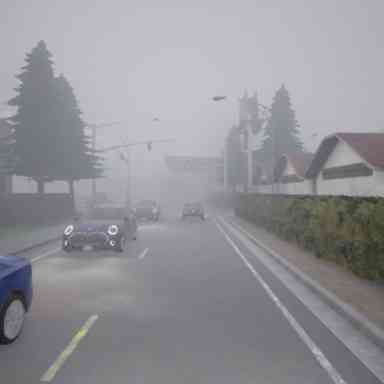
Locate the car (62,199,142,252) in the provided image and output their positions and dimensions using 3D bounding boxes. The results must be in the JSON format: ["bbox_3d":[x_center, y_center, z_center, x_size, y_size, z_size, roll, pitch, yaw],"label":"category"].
[{"bbox_3d":[-3.589,1.345,13.712,2.097,1.767,4.553,0,0,0],"label":"car"}]

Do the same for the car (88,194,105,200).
[{"bbox_3d":[-24.072,1.278,83.839,3.633,1.501,1.845,0,0,-1],"label":"car"}]

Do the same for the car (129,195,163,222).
[{"bbox_3d":[-3.509,1.350,26.343,2.097,1.767,4.553,0,0,0],"label":"car"}]

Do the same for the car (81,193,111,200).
[{"bbox_3d":[-16.796,1.048,58.148,3.866,1.878,1.905,0,0,-1],"label":"car"}]

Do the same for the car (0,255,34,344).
[{"bbox_3d":[-3.590,1.476,3.552,1.882,1.535,5.008,0,0,0],"label":"car"}]

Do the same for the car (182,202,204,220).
[{"bbox_3d":[0.092,1.531,28.126,2.033,1.411,5.357,0,0,0],"label":"car"}]

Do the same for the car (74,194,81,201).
[{"bbox_3d":[-24.051,1.262,73.846,4.514,1.523,2.007,0,0,-1],"label":"car"}]
